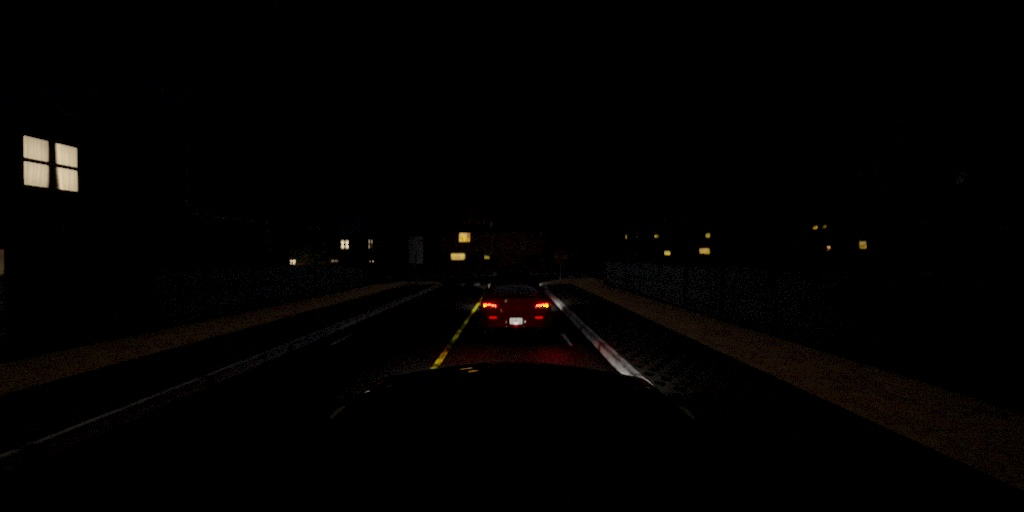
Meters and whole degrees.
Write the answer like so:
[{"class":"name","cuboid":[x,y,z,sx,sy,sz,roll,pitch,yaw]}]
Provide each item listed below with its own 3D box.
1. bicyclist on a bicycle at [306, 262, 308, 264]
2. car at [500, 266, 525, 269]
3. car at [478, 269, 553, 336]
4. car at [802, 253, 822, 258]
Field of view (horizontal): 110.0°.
[{"class":"bicyclist on a bicycle","cuboid":[-20.227,1.426,35.566,0.582,1.620,1.656,-1,1,0]},{"class":"car","cuboid":[0.021,1.256,19.522,1.837,1.490,4.892,0,0,-2]},{"class":"car","cuboid":[0.086,1.273,10.243,1.812,1.442,4.674,0,0,0]},{"class":"car","cuboid":[26.605,0.539,32.814,5.008,1.535,1.882,-1,1,0]}]
